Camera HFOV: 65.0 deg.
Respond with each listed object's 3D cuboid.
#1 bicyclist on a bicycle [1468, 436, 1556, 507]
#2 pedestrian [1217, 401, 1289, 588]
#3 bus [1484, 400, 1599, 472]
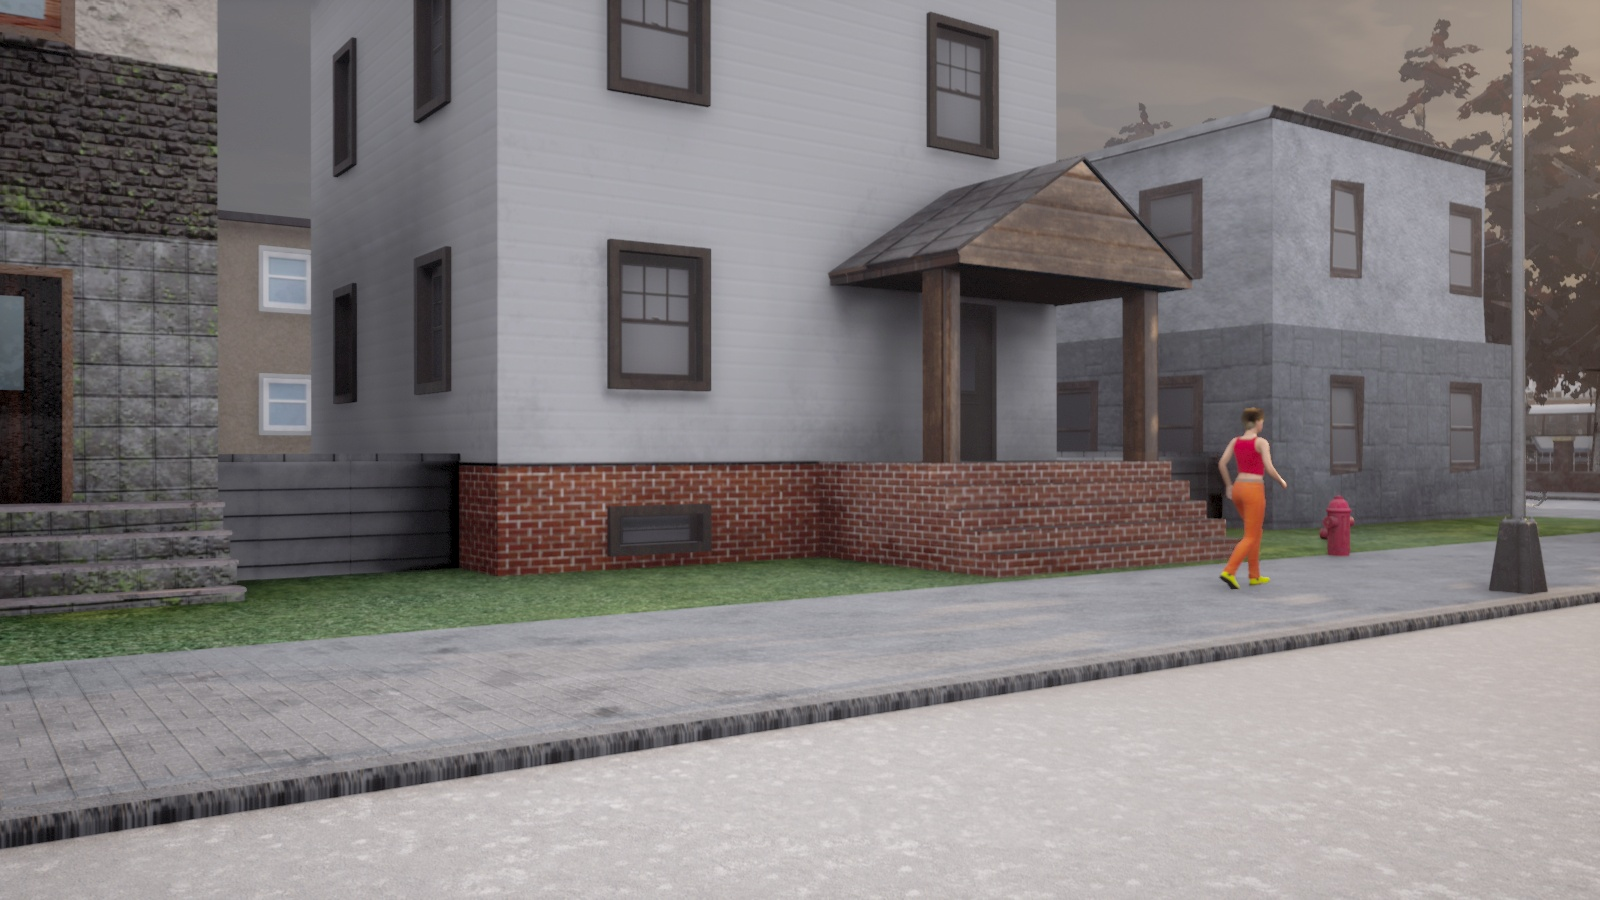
[{"bbox_3d":[18.250,0.541,32.225,0.659,1.776,1.843,0,0,-35],"label":"bicyclist on a bicycle"},{"bbox_3d":[4.563,0.438,12.651,0.594,1.836,0.345,0,0,-23],"label":"pedestrian"},{"bbox_3d":[47.701,-0.832,76.166,3.944,4.253,10.273,0,0,-34],"label":"bus"}]
